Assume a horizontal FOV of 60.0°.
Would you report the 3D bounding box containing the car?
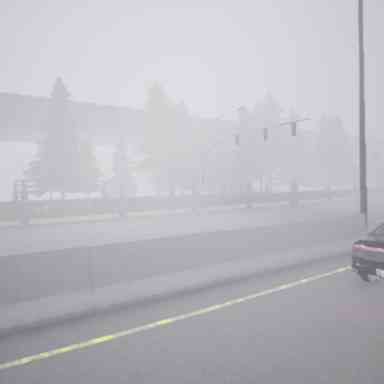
[{"bbox_3d":[5.715,1.298,7.861,4.902,1.511,2.128,-2,1,-35],"label":"car"}]
